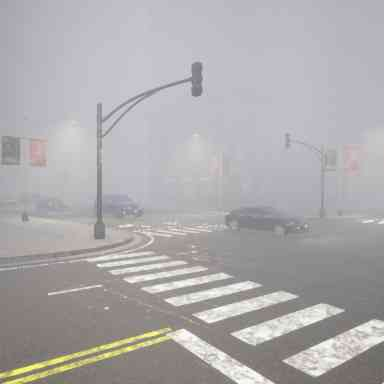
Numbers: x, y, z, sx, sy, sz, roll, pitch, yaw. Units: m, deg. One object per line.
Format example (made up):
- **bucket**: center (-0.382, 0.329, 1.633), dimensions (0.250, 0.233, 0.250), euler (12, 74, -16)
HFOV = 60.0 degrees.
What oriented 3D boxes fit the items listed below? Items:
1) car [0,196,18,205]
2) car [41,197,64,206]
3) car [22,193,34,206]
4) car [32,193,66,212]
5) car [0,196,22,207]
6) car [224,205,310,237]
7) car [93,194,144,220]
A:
- **car**: center (-33.657, 1.533, 60.975), dimensions (1.994, 1.385, 4.181), euler (0, 0, -45)
- **car**: center (-23.051, 1.547, 54.958), dimensions (4.181, 1.385, 1.994), euler (0, 0, 44)
- **car**: center (-26.077, 1.199, 53.379), dimensions (5.566, 2.045, 2.150), euler (0, 0, 45)
- **car**: center (-16.509, 1.335, 38.907), dimensions (2.097, 1.767, 4.553), euler (0, 0, -45)
- **car**: center (-28.077, 1.454, 50.630), dimensions (1.882, 1.535, 5.008), euler (0, 0, -45)
- **car**: center (3.985, 1.507, 18.339), dimensions (1.837, 1.490, 4.892), euler (0, -1, -45)
- **car**: center (-6.504, 1.213, 28.855), dimensions (2.150, 2.045, 5.566), euler (0, 0, -45)
